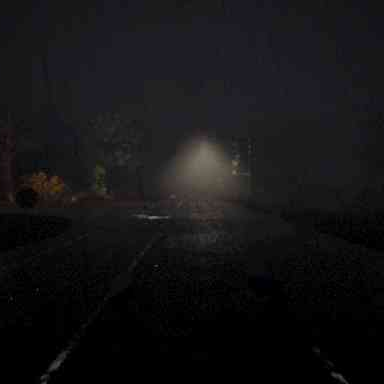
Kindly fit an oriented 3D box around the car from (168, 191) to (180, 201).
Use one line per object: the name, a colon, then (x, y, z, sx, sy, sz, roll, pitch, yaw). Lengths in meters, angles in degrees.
car: (-3.673, 0.778, 67.492, 2.150, 2.045, 5.566, 0, 0, -1)
